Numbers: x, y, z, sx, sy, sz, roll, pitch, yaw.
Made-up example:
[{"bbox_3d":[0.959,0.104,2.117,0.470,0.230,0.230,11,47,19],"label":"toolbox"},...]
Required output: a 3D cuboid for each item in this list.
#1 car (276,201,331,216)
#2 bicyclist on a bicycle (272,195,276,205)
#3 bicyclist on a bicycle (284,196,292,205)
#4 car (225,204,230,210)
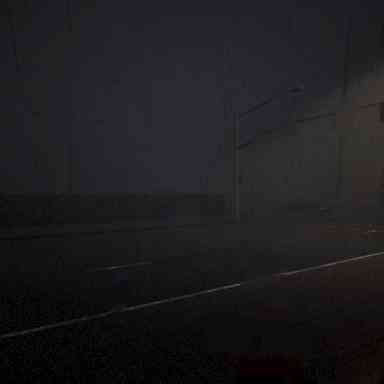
[{"bbox_3d":[10.884,1.547,32.809,2.033,1.411,5.357,0,0,-36],"label":"car"},{"bbox_3d":[13.420,1.300,54.421,0.582,1.620,1.656,0,0,21],"label":"bicyclist on a bicycle"},{"bbox_3d":[14.422,1.453,49.513,1.656,1.620,0.582,0,0,-23],"label":"bicyclist on a bicycle"},{"bbox_3d":[2.255,1.601,39.049,1.895,1.301,4.718,0,0,-35],"label":"car"}]
